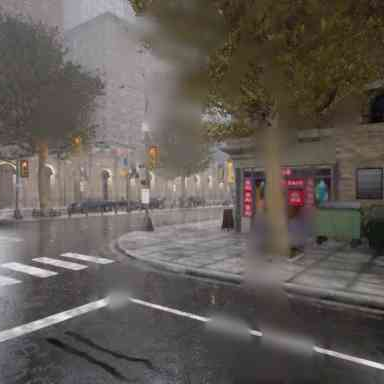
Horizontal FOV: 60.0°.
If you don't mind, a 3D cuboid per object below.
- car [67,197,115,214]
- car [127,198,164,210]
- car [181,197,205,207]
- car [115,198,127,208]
[{"bbox_3d":[-10.931,1.351,35.423,2.097,1.767,4.553,0,0,36],"label":"car"},{"bbox_3d":[-5.639,1.504,42.739,1.837,1.490,4.892,0,0,36],"label":"car"},{"bbox_3d":[0.183,1.504,50.778,1.837,1.490,4.892,0,0,36],"label":"car"},{"bbox_3d":[-10.121,1.593,47.893,1.895,1.301,4.718,0,0,36],"label":"car"}]
